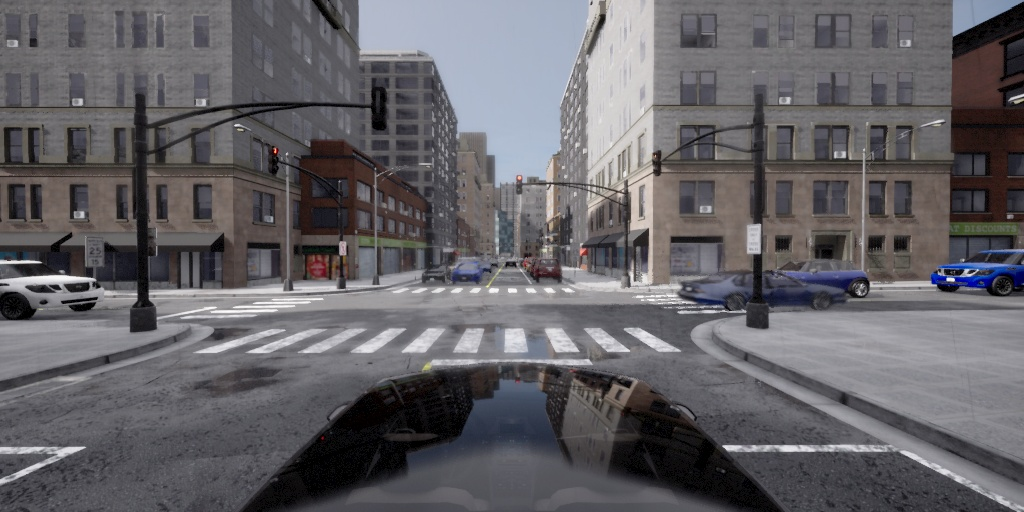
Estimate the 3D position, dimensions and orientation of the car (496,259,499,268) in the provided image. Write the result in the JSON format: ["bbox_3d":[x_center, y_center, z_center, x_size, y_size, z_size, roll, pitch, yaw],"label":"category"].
[{"bbox_3d":[-3.294,1.256,61.613,1.837,1.490,4.892,0,0,0],"label":"car"}]

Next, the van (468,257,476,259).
[{"bbox_3d":[-5.866,1.094,44.860,1.690,1.789,3.998,0,0,0],"label":"van"}]

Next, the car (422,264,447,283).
[{"bbox_3d":[-5.786,1.319,28.103,1.948,1.339,4.313,0,0,0],"label":"car"}]

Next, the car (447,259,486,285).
[{"bbox_3d":[-3.211,1.231,26.406,1.882,1.535,5.008,0,0,0],"label":"car"}]

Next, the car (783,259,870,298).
[{"bbox_3d":[13.399,0.938,16.423,4.553,1.767,2.097,-1,1,-1],"label":"car"}]

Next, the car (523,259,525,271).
[{"bbox_3d":[2.663,1.279,45.071,1.751,1.417,4.829,0,0,0],"label":"car"}]

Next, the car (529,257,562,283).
[{"bbox_3d":[2.740,1.068,28.143,2.192,1.841,5.009,0,0,0],"label":"car"}]

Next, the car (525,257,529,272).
[{"bbox_3d":[2.714,1.069,33.729,2.192,1.841,5.009,0,0,0],"label":"car"}]

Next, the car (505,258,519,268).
[{"bbox_3d":[-0.181,1.226,61.313,1.882,1.535,5.008,0,0,0],"label":"car"}]

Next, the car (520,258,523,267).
[{"bbox_3d":[2.638,1.067,50.486,2.192,1.841,5.009,0,0,0],"label":"car"}]

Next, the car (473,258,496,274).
[{"bbox_3d":[-3.285,1.302,42.484,2.033,1.411,5.357,0,0,0],"label":"car"}]

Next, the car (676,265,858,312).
[{"bbox_3d":[9.004,1.219,13.212,5.357,1.411,2.033,-1,1,0],"label":"car"}]

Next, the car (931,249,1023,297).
[{"bbox_3d":[22.974,0.708,16.533,5.566,2.045,2.150,-1,1,0],"label":"car"}]

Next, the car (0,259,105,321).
[{"bbox_3d":[-18.453,1.145,12.964,5.566,2.045,2.150,-1,1,-2],"label":"car"}]
